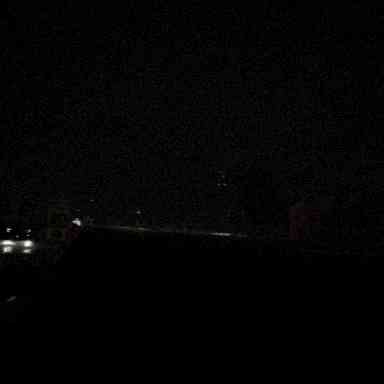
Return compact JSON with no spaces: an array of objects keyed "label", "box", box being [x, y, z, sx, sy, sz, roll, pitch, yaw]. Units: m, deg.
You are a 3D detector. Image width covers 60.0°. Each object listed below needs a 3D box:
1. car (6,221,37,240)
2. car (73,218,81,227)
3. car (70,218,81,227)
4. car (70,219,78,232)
[{"label":"car","box":[-16.308,3.634,32.032,2.097,1.767,4.553,4,-6,-17]},{"label":"car","box":[-25.820,7.121,72.552,2.128,1.511,4.902,4,-5,-17]},{"label":"car","box":[-29.027,7.634,83.048,2.150,2.045,5.566,4,-5,-17]},{"label":"car","box":[-19.939,5.637,53.777,1.837,1.490,4.892,4,-6,-17]}]
